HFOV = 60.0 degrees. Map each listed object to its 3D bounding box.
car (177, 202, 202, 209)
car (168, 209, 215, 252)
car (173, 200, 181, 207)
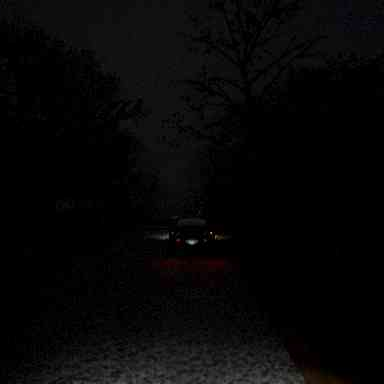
[{"bbox_3d":[-0.041,1.842,29.282,1.994,1.385,4.181,0,-1,0],"label":"car"},{"bbox_3d":[-0.002,1.663,14.389,1.812,1.442,4.674,0,0,0],"label":"car"},{"bbox_3d":[-3.069,2.407,71.009,1.882,1.535,5.008,0,-1,-1],"label":"car"}]
